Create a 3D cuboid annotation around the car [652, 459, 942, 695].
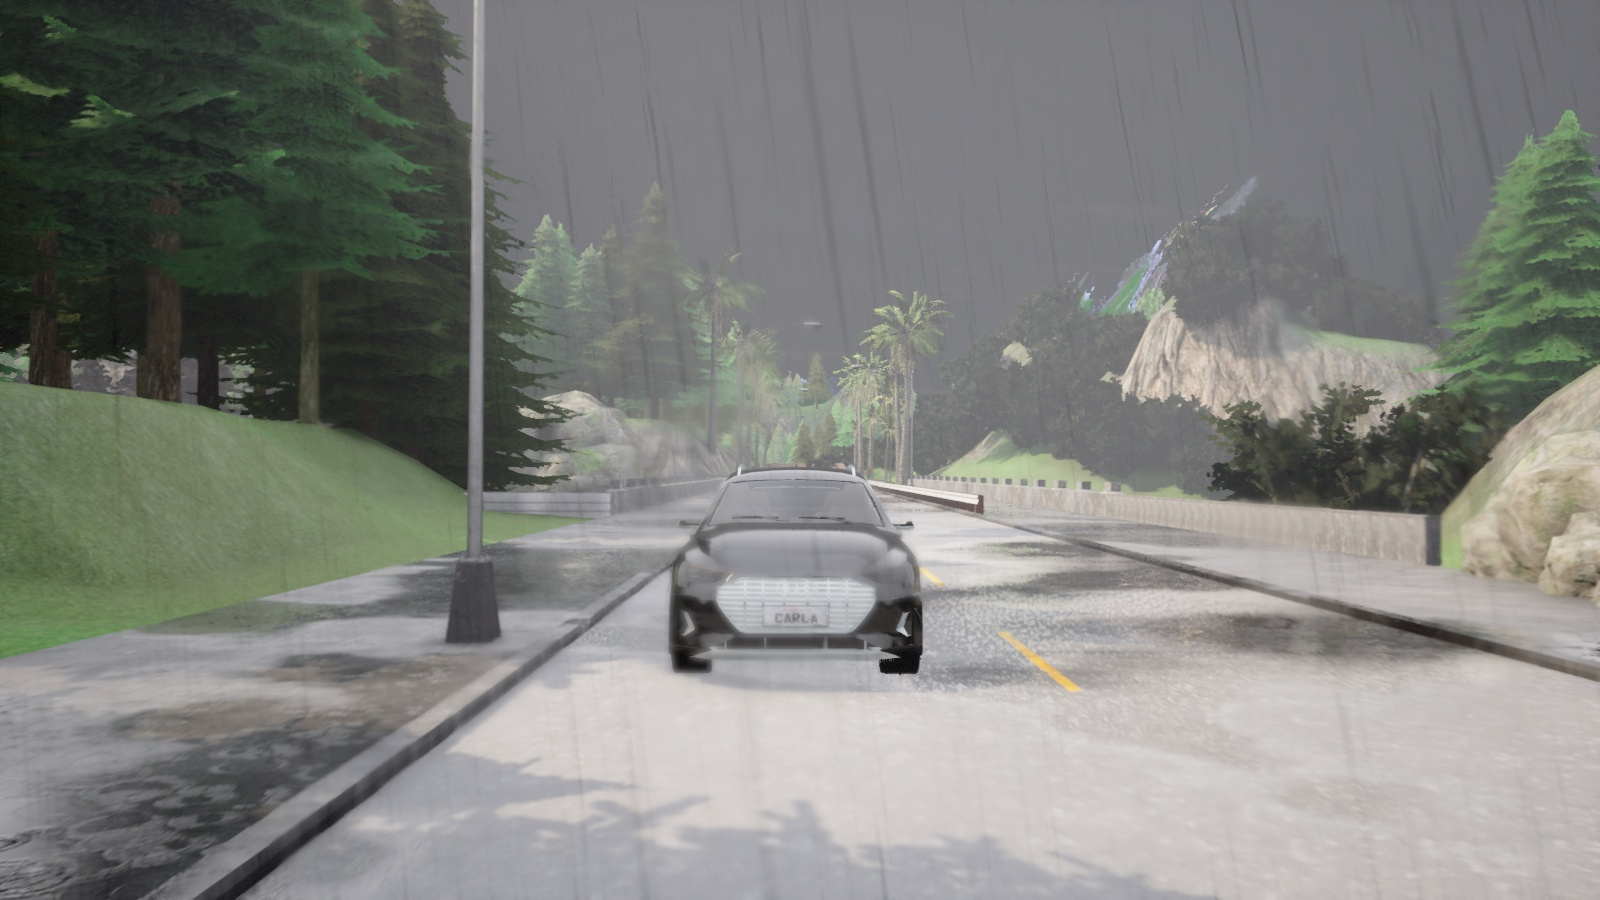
[{"bbox_3d":[-0.027,0.933,11.255,2.033,1.649,4.856,0,-1,0],"label":"car"}]
